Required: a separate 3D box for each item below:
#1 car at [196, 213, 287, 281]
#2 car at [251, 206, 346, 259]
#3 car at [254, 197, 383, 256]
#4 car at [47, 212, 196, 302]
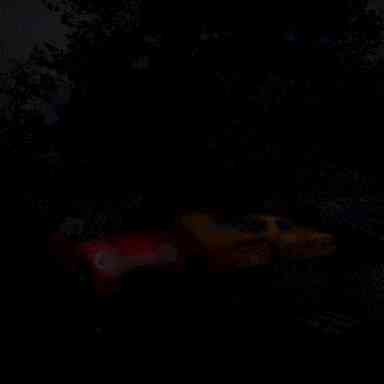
[{"bbox_3d":[0.111,1.487,10.133,2.097,1.535,5.008,0,0,-36],"label":"car"},{"bbox_3d":[2.367,1.478,11.977,1.946,1.575,5.366,0,0,-36],"label":"car"},{"bbox_3d":[4.758,1.223,13.420,2.435,2.045,5.566,0,0,-36],"label":"car"},{"bbox_3d":[-2.178,1.363,8.545,2.185,1.767,4.553,0,0,-36],"label":"car"}]
